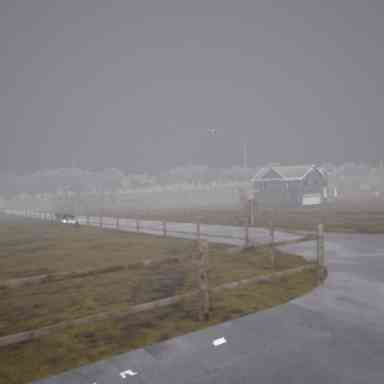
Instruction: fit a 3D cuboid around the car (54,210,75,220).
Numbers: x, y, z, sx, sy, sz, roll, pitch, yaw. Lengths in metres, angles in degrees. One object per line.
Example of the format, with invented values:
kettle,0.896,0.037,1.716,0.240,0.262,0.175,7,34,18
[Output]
car,-19.060,3.412,49.788,1.895,1.301,4.718,-3,0,-36
